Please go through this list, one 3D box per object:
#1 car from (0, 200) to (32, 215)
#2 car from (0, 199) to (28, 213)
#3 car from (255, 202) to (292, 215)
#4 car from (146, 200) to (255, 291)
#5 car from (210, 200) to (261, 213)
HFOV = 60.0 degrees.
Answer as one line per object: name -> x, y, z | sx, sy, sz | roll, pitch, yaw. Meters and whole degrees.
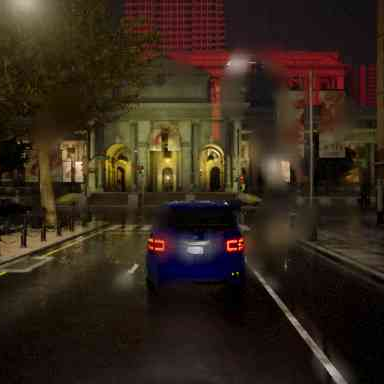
car -> -18.813, 1.547, 32.908 | 5.357, 1.411, 2.033 | 0, 0, 1
car -> -21.116, 1.547, 36.431 | 5.357, 1.411, 2.033 | 0, 0, 1
car -> 7.265, 1.601, 32.664 | 4.718, 1.301, 1.895 | 0, 0, 1
car -> 0.106, 1.221, 9.130 | 2.150, 2.045, 5.566 | 0, 0, 1
car -> 4.644, 1.547, 36.189 | 5.357, 1.411, 2.033 | 0, 0, 1
